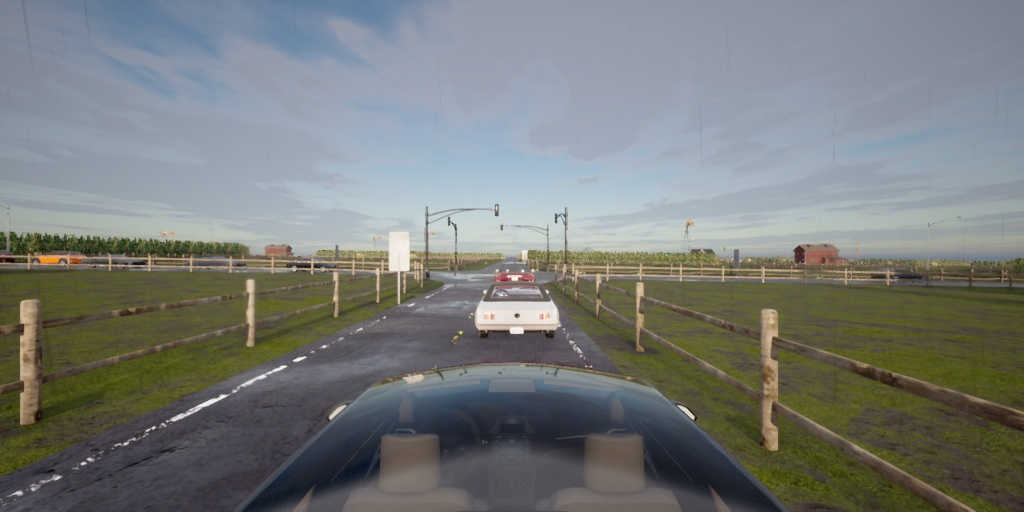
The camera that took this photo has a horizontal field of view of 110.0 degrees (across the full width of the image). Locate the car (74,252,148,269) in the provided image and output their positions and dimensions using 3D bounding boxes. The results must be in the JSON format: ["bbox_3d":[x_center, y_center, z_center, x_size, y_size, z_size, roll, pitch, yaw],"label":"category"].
[{"bbox_3d":[-40.759,0.567,36.729,5.357,1.411,2.033,1,0,1],"label":"car"}]

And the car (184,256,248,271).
[{"bbox_3d":[-30.237,0.756,36.701,5.357,1.411,2.033,1,0,0],"label":"car"}]

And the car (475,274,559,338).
[{"bbox_3d":[0.117,1.350,10.098,1.895,1.301,4.718,0,0,0],"label":"car"}]

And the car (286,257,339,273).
[{"bbox_3d":[-20.348,0.893,36.674,4.892,1.490,1.837,1,0,0],"label":"car"}]

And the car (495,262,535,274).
[{"bbox_3d":[0.164,1.101,19.087,2.097,1.767,4.553,0,0,1],"label":"car"}]

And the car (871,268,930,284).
[{"bbox_3d":[39.569,2.034,36.546,4.892,1.490,1.837,1,0,0],"label":"car"}]
